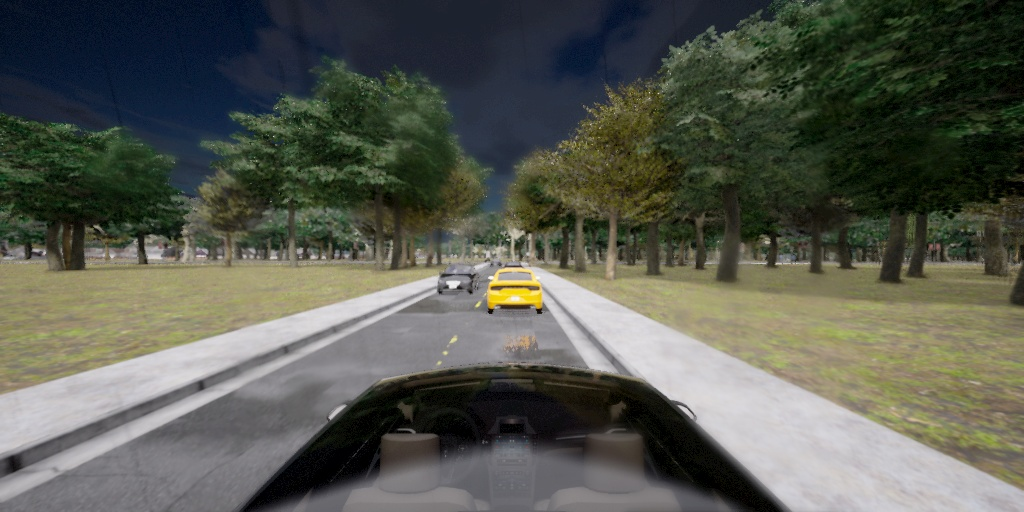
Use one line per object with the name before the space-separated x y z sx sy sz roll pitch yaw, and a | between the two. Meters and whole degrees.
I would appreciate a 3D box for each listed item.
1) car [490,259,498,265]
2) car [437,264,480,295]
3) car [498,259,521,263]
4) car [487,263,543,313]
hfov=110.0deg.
car | -2.762 1.207 62.140 1.812 1.442 4.674 0 0 1
car | -2.843 1.218 19.750 2.128 1.511 4.902 0 0 0
car | 0.111 1.204 31.968 2.128 1.511 4.902 0 0 0
car | 0.104 1.212 13.973 1.882 1.535 5.008 0 0 0
